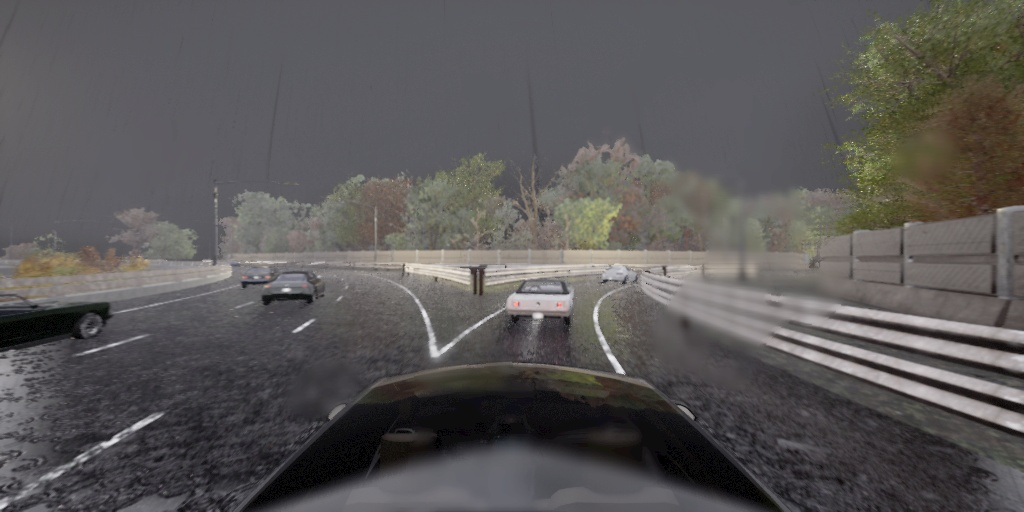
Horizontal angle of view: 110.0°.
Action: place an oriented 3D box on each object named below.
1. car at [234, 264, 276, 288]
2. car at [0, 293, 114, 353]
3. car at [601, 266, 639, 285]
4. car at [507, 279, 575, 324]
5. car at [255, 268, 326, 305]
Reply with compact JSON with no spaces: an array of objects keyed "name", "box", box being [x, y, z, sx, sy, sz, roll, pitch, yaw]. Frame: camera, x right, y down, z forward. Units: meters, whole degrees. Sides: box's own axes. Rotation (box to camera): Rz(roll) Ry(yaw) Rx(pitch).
[{"name":"car","box":[-17.145,1.408,24.797,2.033,1.411,5.357,0,0,-25]},{"name":"car","box":[-10.536,1.352,6.885,1.895,1.301,4.718,0,0,-15]},{"name":"car","box":[8.884,1.512,29.406,1.812,1.442,4.674,0,-1,35]},{"name":"car","box":[1.194,1.434,12.424,1.895,1.301,4.718,0,0,11]},{"name":"car","box":[-10.032,1.390,16.763,1.994,1.385,4.181,0,0,-20]}]
